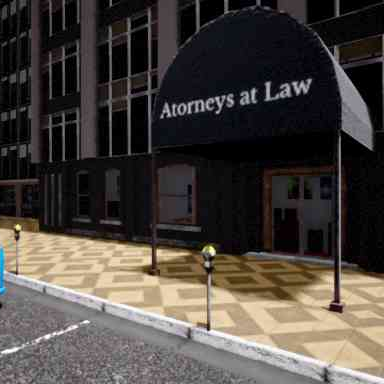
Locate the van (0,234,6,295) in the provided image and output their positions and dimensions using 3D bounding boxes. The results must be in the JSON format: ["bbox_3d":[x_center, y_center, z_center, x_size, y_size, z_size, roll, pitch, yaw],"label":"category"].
[{"bbox_3d":[-5.467,1.341,6.796,3.998,1.788,1.690,0,0,36],"label":"van"}]
